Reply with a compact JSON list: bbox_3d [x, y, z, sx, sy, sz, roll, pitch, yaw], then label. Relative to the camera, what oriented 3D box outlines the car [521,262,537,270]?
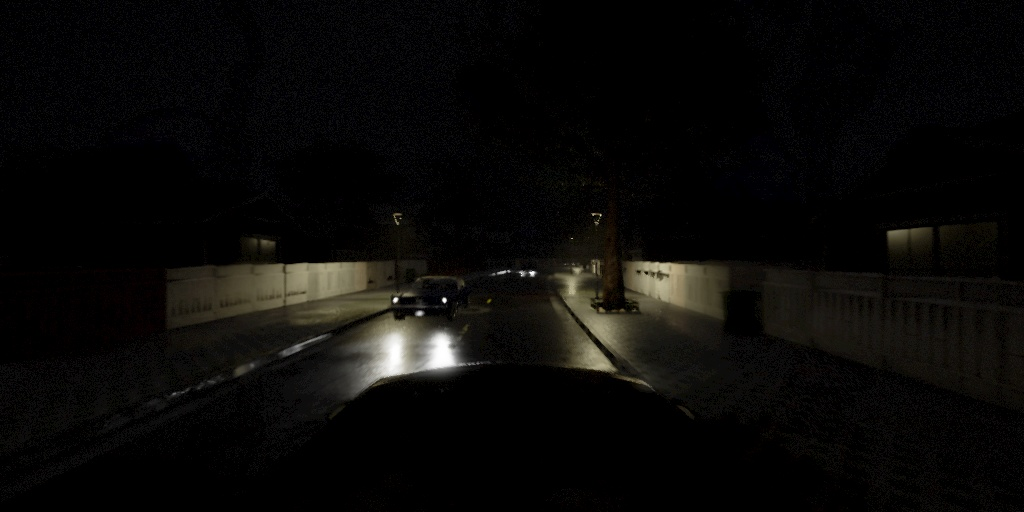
[{"bbox_3d":[2.589,1.490,54.112,1.895,1.301,4.718,0,0,12],"label":"car"}]

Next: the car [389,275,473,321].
[{"bbox_3d":[-2.614,1.371,12.642,1.895,1.301,4.718,0,0,2],"label":"car"}]
